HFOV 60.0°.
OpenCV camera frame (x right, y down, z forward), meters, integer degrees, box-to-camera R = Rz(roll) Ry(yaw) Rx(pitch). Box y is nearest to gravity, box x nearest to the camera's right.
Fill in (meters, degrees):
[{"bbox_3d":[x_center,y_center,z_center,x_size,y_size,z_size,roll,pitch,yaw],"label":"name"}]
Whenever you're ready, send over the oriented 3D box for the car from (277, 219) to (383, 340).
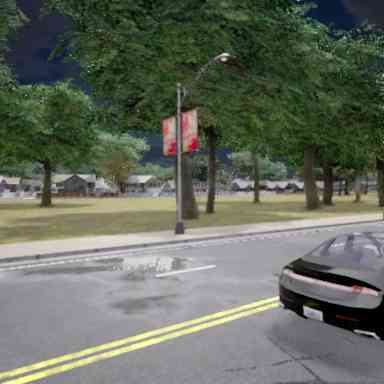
[{"bbox_3d":[3.663,1.477,6.053,4.902,1.511,2.128,0,0,-36],"label":"car"}]
